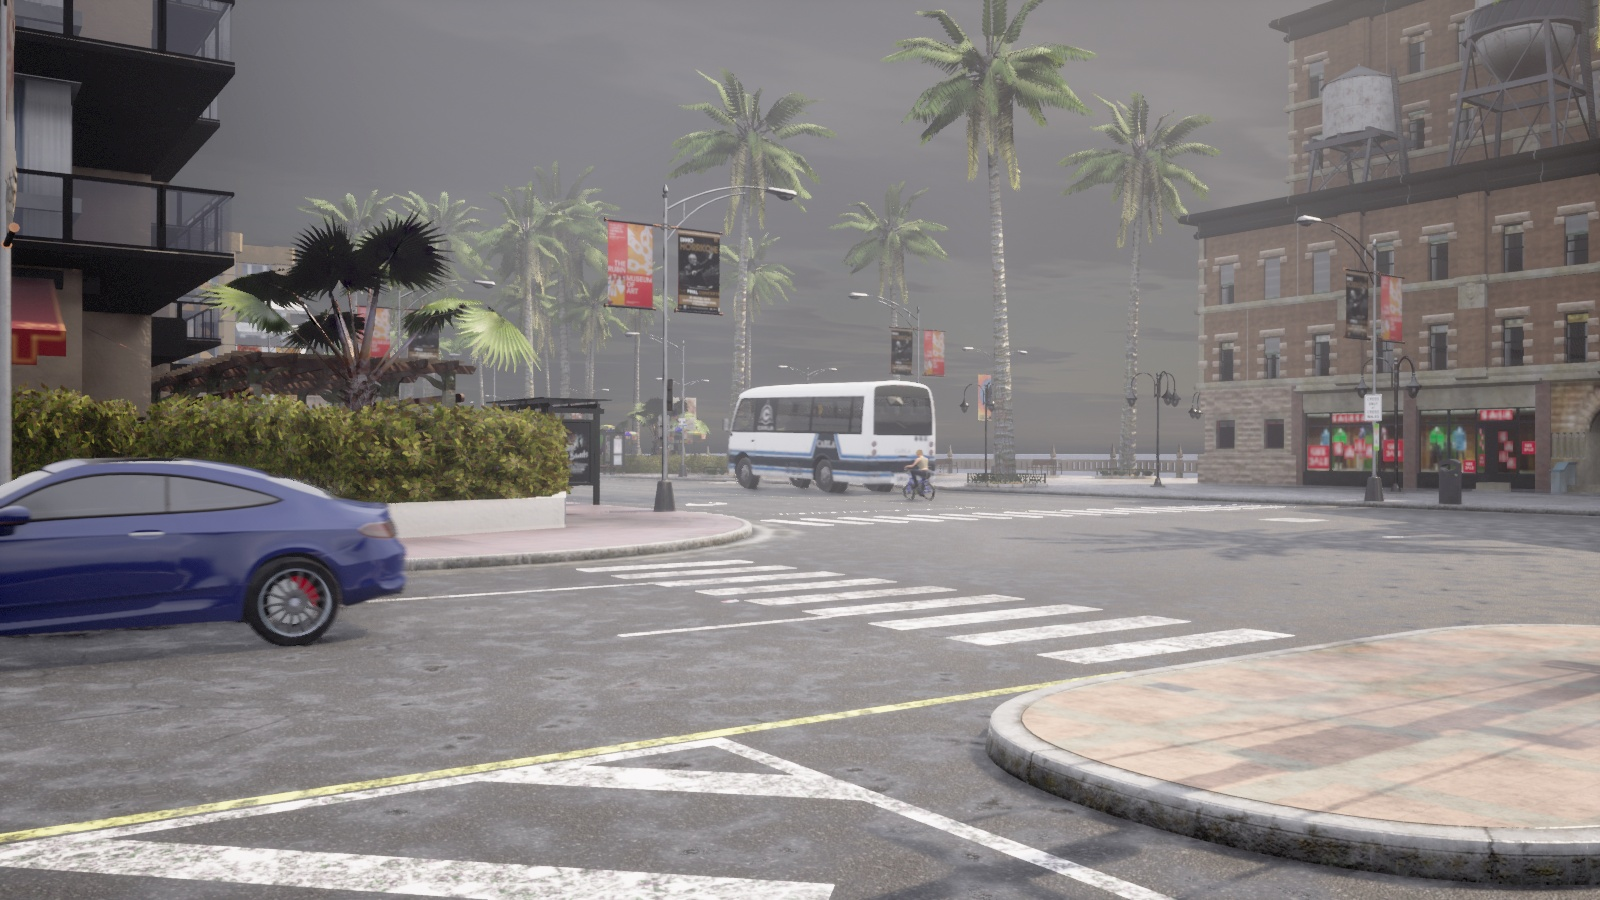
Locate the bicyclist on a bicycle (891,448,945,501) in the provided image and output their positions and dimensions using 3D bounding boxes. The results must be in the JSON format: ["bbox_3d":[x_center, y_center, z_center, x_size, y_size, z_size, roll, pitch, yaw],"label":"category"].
[{"bbox_3d":[3.699,0.772,39.398,0.866,1.612,1.509,0,-2,-34],"label":"bicyclist on a bicycle"}]

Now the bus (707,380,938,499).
[{"bbox_3d":[0.592,-0.509,50.225,3.944,4.253,10.273,0,1,-35],"label":"bus"}]

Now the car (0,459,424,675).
[{"bbox_3d":[-5.473,0.806,9.562,4.674,1.442,1.812,0,0,-35],"label":"car"}]
